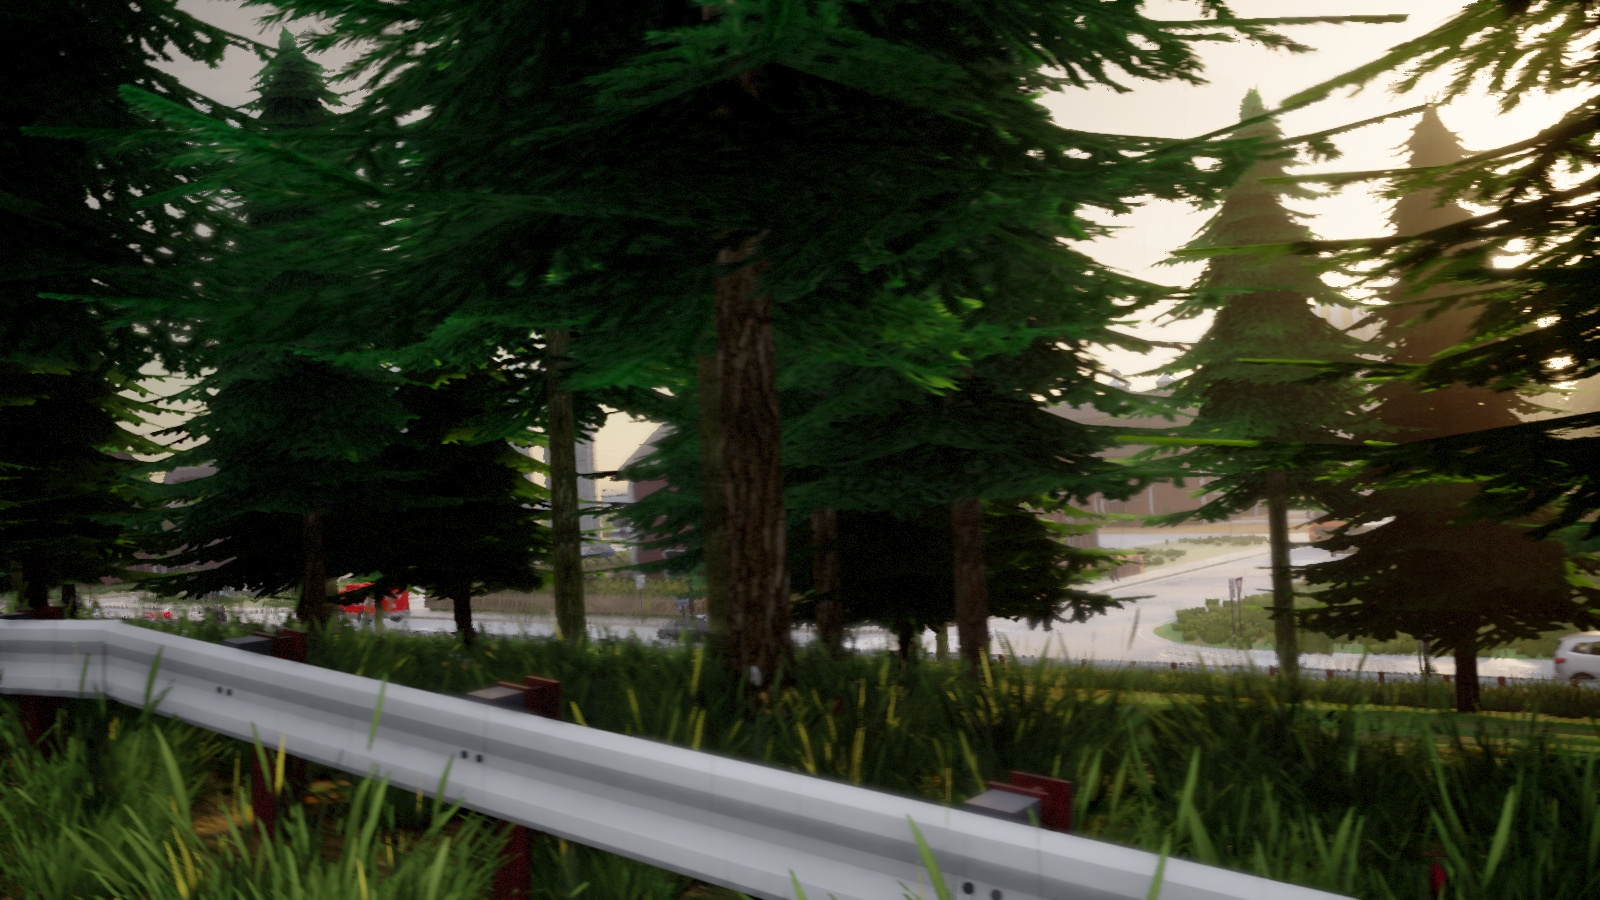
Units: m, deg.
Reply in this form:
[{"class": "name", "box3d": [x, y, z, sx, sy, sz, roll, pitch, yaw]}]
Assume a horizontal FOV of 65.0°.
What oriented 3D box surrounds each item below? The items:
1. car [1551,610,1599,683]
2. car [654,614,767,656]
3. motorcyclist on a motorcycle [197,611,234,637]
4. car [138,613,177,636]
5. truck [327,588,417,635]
[{"class": "car", "box3d": [23.184, 5.313, 33.952, 4.611, 1.667, 2.242, -5, -2, 38]}, {"class": "car", "box3d": [-3.958, 8.062, 54.961, 4.892, 1.490, 1.837, -5, -2, 38]}, {"class": "motorcyclist on a motorcycle", "box3d": [-38.269, 11.384, 82.220, 2.191, 1.530, 0.866, -5, -2, 24]}, {"class": "car", "box3d": [-43.934, 11.923, 85.895, 2.207, 1.376, 1.481, -6, -2, 38]}, {"class": "truck", "box3d": [-26.106, 9.810, 76.509, 5.204, 2.467, 2.627, -5, -2, 38]}]
